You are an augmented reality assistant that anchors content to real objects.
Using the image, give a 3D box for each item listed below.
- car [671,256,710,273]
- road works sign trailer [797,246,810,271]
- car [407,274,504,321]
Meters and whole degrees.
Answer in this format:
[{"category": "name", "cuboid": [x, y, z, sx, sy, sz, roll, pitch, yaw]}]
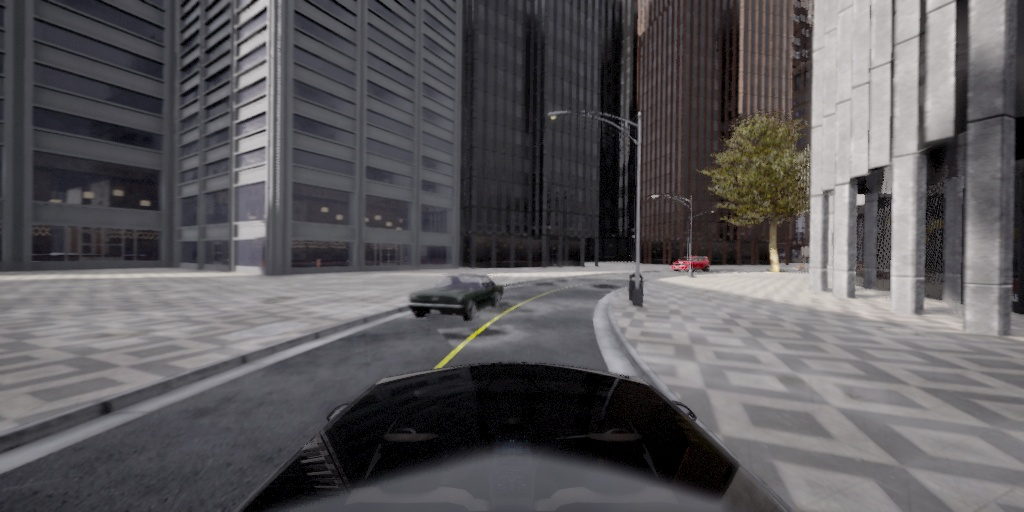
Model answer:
[{"category": "car", "cuboid": [22.897, 1.045, 45.914, 5.566, 2.045, 2.150, 0, 1, -30]}, {"category": "road works sign trailer", "cuboid": [41.384, 0.380, 49.498, 2.880, 3.560, 2.380, 0, 0, -13]}, {"category": "car", "cuboid": [-1.730, 1.322, 12.543, 1.895, 1.301, 4.718, 1, 0, 13]}]
